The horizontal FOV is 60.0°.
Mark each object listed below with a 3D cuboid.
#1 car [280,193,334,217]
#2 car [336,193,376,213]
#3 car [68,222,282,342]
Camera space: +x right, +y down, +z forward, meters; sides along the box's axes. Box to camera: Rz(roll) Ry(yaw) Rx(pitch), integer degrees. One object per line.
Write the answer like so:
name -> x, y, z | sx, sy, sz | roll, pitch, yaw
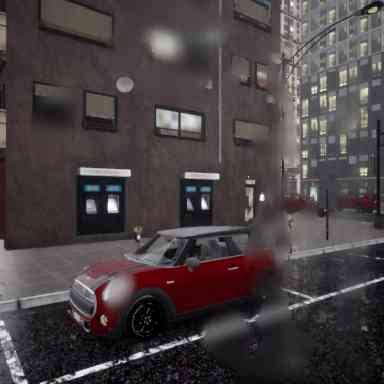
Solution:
car -> 8.680, 1.010, 27.326 | 2.192, 1.841, 5.009 | 2, 0, -36
car -> 15.424, 1.030, 32.300 | 2.192, 1.841, 5.009 | 1, 0, -36
car -> -0.197, 1.440, 6.415 | 4.097, 1.590, 1.967 | 0, 0, -35
